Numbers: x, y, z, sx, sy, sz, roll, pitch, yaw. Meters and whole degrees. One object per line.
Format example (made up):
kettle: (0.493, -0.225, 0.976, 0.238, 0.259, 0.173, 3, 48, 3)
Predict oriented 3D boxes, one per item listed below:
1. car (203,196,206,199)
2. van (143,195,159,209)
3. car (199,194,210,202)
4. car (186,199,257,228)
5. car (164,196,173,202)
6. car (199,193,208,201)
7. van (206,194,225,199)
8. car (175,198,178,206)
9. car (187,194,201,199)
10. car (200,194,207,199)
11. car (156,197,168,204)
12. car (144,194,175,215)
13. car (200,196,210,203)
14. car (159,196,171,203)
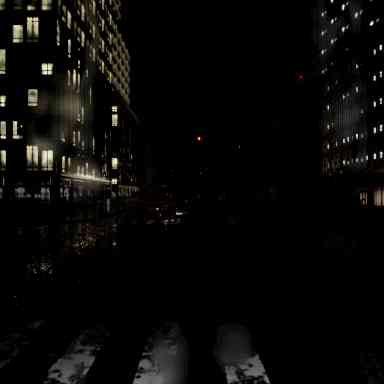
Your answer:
car: (2.650, 1.544, 41.417, 1.887, 1.381, 4.507, 0, 0, 0)
van: (-5.727, 1.341, 46.992, 1.690, 1.788, 3.998, 0, 0, 0)
car: (2.781, 1.312, 74.650, 2.192, 1.841, 5.009, 0, 0, 0)
car: (1.932, 1.479, 22.649, 5.008, 1.535, 1.882, 0, 1, 36)
car: (-5.574, 1.578, 80.228, 1.802, 1.307, 4.206, 0, 0, 0)
car: (2.833, 1.309, 85.729, 2.192, 1.841, 5.009, 0, 0, 0)
van: (2.715, 1.341, 35.879, 1.690, 1.788, 3.998, 0, 0, 0)
car: (-3.155, 1.525, 43.348, 1.812, 1.442, 4.674, 0, 0, 0)
car: (0.083, 1.504, 52.745, 1.837, 1.490, 4.892, 0, 0, 0)
car: (2.730, 1.313, 63.571, 2.192, 1.841, 5.009, 0, 0, 0)
car: (-5.651, 1.564, 63.610, 1.947, 1.339, 4.313, 0, 0, 0)
car: (-3.200, 1.222, 33.569, 2.150, 2.045, 5.566, 0, 0, 0)
car: (2.755, 1.542, 69.110, 1.887, 1.381, 4.507, 0, 0, 0)
car: (-5.626, 1.548, 69.148, 2.008, 1.369, 4.403, 0, 0, 0)
